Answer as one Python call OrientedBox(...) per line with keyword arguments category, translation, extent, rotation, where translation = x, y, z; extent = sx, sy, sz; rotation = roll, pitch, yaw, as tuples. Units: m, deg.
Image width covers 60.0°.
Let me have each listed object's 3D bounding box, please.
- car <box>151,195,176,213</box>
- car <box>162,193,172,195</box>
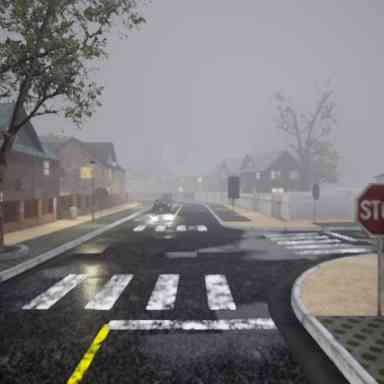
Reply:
OrientedBox(category="car", translation=(-2.902, 1.288, 32.773), extent=(1.895, 1.301, 4.718), rotation=(0, 1, 0))
OrientedBox(category="car", translation=(-3.656, 0.920, 48.972), extent=(2.097, 1.767, 4.553), rotation=(0, 0, -10))
